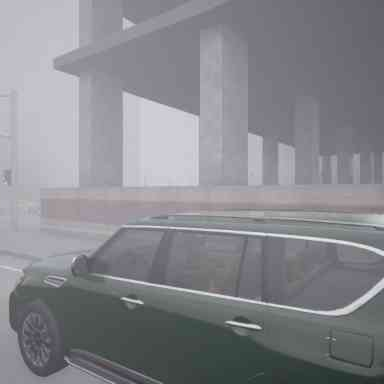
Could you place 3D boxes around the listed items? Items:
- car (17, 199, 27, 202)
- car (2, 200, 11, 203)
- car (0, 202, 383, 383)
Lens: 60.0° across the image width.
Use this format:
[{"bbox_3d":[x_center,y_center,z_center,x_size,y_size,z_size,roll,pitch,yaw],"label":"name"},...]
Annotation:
[{"bbox_3d":[-14.282,1.547,33.407,2.128,1.511,4.902,0,0,36],"label":"car"},{"bbox_3d":[-18.332,1.533,33.759,1.882,1.535,5.008,0,0,36],"label":"car"},{"bbox_3d":[0.130,1.221,3.890,5.566,2.045,2.150,0,0,35],"label":"car"}]
